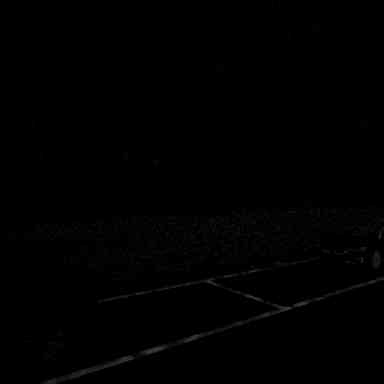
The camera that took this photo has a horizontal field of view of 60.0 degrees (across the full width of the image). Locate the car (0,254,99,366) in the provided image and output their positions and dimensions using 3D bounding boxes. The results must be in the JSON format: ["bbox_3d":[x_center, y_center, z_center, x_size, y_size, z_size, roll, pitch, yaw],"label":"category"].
[{"bbox_3d":[-3.390,1.563,4.234,4.313,1.339,1.947,0,0,-35],"label":"car"}]

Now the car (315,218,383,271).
[{"bbox_3d":[5.794,1.548,10.785,4.403,1.369,2.008,0,0,-35],"label":"car"}]
